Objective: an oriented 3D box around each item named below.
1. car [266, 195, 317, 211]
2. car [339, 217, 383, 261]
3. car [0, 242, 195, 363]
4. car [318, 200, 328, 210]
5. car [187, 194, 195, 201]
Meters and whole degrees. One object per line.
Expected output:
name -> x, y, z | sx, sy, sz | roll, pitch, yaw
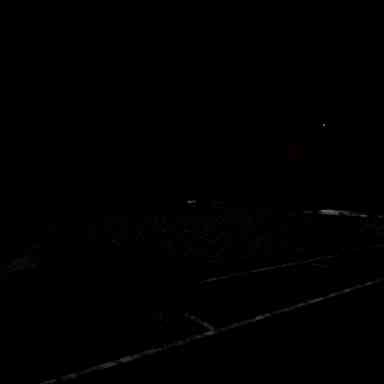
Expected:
car -> 9.854, 1.094, 34.131 | 2.128, 1.511, 4.902 | 0, 1, -35
car -> 6.837, 1.544, 11.449 | 4.403, 1.369, 2.008 | 0, 0, -35
car -> -2.061, 1.544, 5.172 | 4.507, 1.381, 1.887 | 0, 0, -35
car -> 12.484, 1.170, 36.041 | 1.994, 1.385, 4.181 | 0, 1, -35
car -> -1.468, 0.793, 56.043 | 1.895, 1.301, 4.718 | 0, 1, -34
